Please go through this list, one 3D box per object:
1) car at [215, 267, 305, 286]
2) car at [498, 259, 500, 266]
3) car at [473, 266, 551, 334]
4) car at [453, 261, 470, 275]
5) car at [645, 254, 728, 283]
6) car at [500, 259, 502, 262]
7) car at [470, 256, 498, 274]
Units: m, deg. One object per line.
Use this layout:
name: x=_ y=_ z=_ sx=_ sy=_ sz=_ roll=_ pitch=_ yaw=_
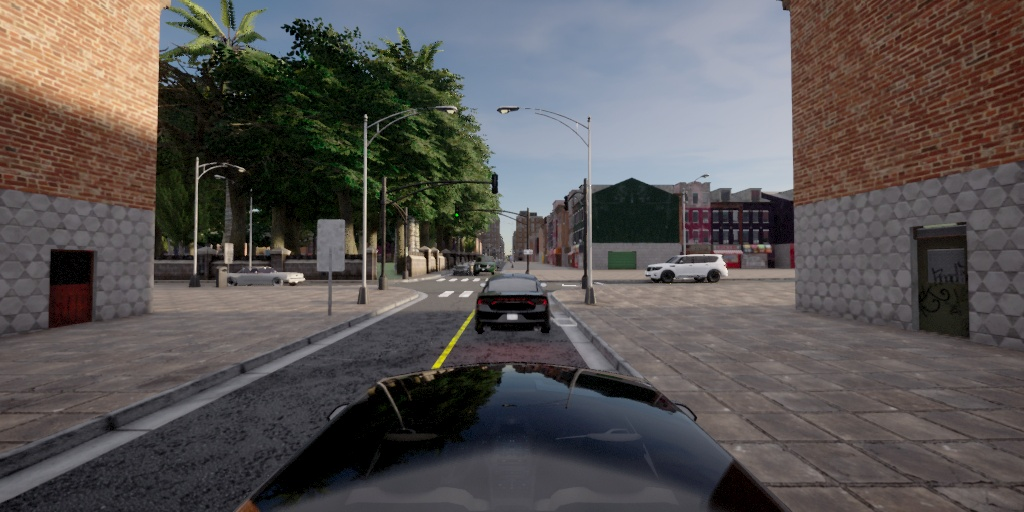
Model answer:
car: x=-16.127 y=1.350 z=23.195 sx=4.718 sy=1.301 sz=1.895 roll=0 pitch=-1 yaw=0
car: x=-2.969 y=1.296 z=49.296 sx=1.882 sy=1.535 sz=5.008 roll=0 pitch=0 yaw=0
car: x=0.035 y=1.235 z=10.679 sx=1.882 sy=1.535 sz=5.008 roll=0 pitch=0 yaw=1
car: x=-5.474 y=1.347 z=39.611 sx=2.007 sy=1.370 sz=4.403 roll=0 pitch=0 yaw=0
car: x=12.691 y=0.914 z=26.262 sx=5.566 sy=2.045 sz=2.150 roll=-1 pitch=-1 yaw=0
car: x=-3.027 y=1.396 z=59.850 sx=2.033 sy=1.411 sz=5.357 roll=0 pitch=0 yaw=0
car: x=-2.907 y=1.017 z=38.798 sx=2.150 sy=2.045 sz=5.566 roll=0 pitch=0 yaw=-1
